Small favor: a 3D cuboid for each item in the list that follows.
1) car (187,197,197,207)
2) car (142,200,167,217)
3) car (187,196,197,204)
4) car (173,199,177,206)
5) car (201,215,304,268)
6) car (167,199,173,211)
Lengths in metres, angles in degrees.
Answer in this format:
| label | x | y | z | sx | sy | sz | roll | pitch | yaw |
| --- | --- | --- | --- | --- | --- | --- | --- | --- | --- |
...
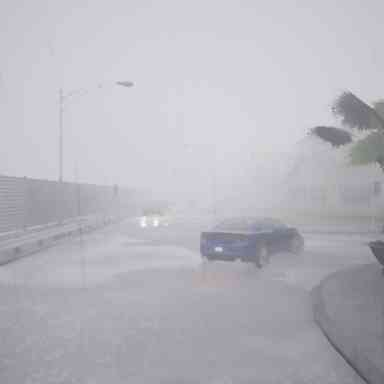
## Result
| label | x | y | z | sx | sy | sz | roll | pitch | yaw |
| --- | --- | --- | --- | --- | --- | --- | --- | --- | --- |
| car | -0.002 | 2.027 | 63.076 | 1.994 | 1.385 | 4.181 | 0 | 0 | 0 |
| car | -4.090 | 1.822 | 35.147 | 1.994 | 1.385 | 4.181 | 0 | 0 | 0 |
| car | -0.002 | 1.772 | 73.085 | 2.097 | 1.767 | 4.553 | 0 | 0 | 0 |
| car | -4.011 | 2.075 | 64.434 | 1.895 | 1.301 | 4.718 | 0 | 0 | 0 |
| car | 2.270 | 1.566 | 11.860 | 1.882 | 1.535 | 5.008 | -3 | -2 | 36 |
| car | -4.081 | 1.849 | 46.791 | 1.837 | 1.490 | 4.892 | 0 | -1 | 0 |
